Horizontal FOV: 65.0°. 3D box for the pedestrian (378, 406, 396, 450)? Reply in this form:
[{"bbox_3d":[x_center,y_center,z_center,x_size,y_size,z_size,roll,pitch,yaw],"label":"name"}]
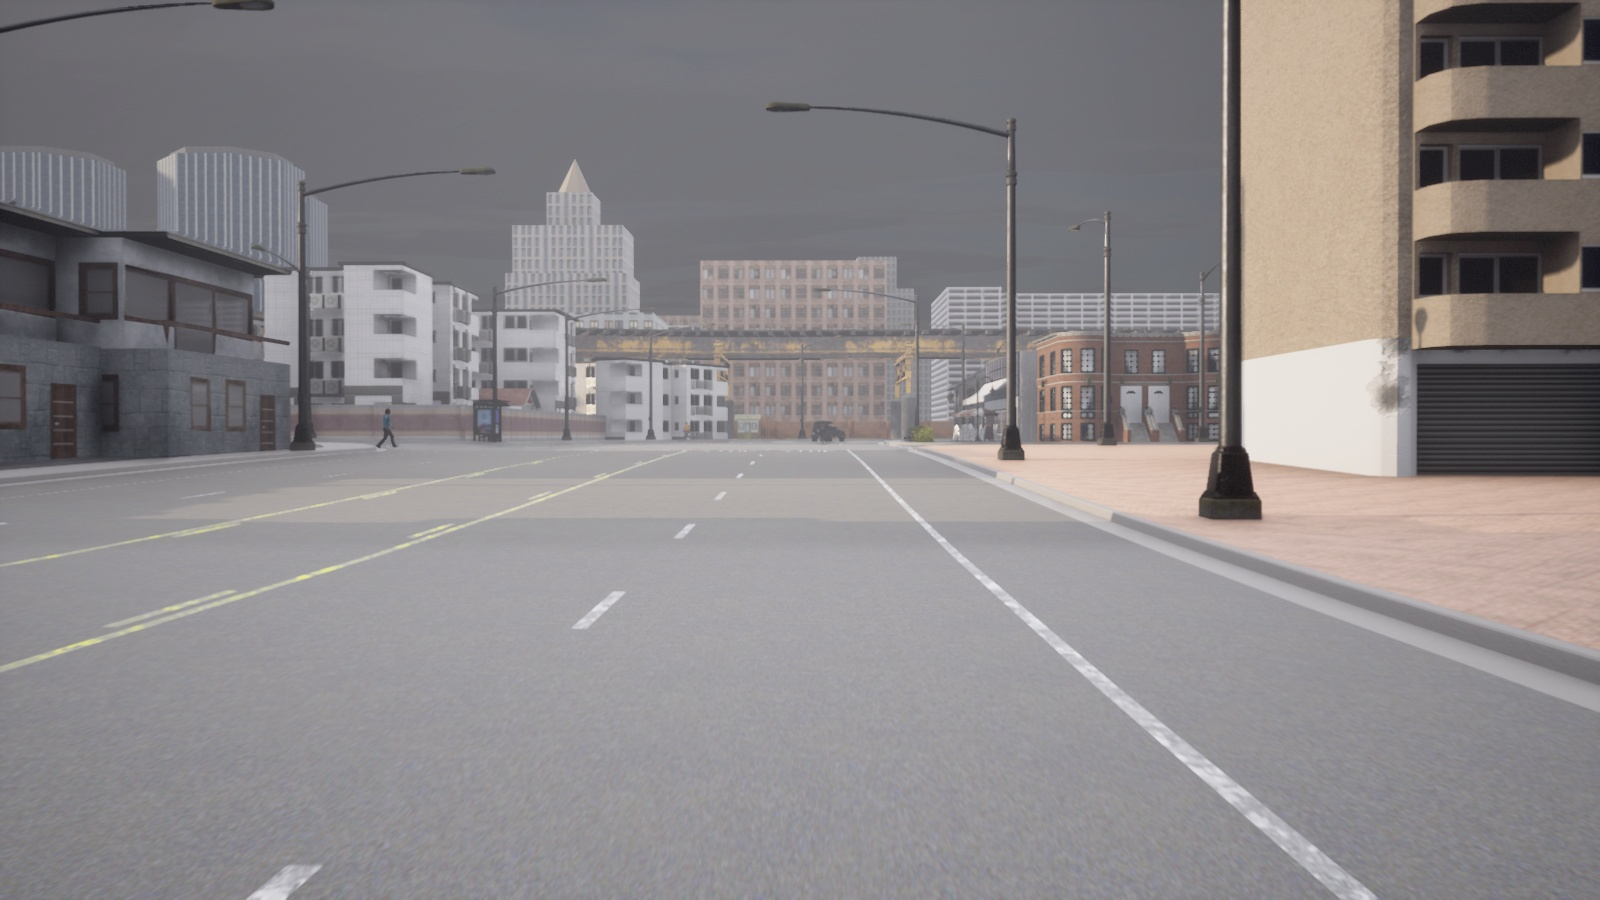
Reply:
[{"bbox_3d":[-18.348,-0.989,55.774,0.692,1.930,0.396,0,1,-3],"label":"pedestrian"}]
